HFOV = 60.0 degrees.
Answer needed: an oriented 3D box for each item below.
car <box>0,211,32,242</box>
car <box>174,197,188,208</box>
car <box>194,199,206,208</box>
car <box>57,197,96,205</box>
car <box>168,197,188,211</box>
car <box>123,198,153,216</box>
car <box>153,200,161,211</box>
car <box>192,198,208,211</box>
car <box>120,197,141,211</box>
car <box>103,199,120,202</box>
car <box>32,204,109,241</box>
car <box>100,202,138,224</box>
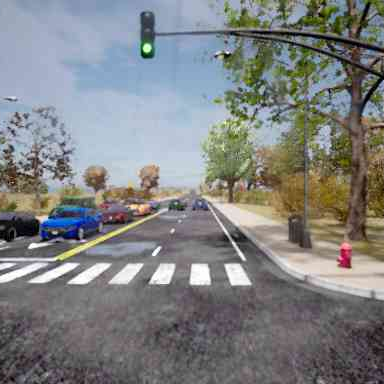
[{"bbox_3d":[-9.509,1.700,17.153,1.994,1.385,4.181,0,0,2],"label":"car"},{"bbox_3d":[-1.835,1.711,56.675,2.097,1.767,4.553,0,0,2],"label":"car"},{"bbox_3d":[1.415,1.918,56.615,1.994,1.385,4.181,0,0,2],"label":"car"},{"bbox_3d":[-9.254,1.416,26.502,2.150,2.045,5.566,0,0,2],"label":"car"},{"bbox_3d":[-2.110,1.656,46.643,2.097,1.767,4.553,0,0,2],"label":"car"},{"bbox_3d":[-5.759,1.596,35.348,2.097,1.767,4.553,0,0,2],"label":"car"},{"bbox_3d":[-5.430,1.853,46.069,2.033,1.411,5.357,0,0,2],"label":"car"},{"bbox_3d":[1.137,1.652,46.521,2.097,1.767,4.553,0,0,2],"label":"car"},{"bbox_3d":[-8.642,1.667,47.203,2.097,1.767,4.553,0,0,2],"label":"car"},{"bbox_3d":[-8.978,1.608,36.653,2.097,1.767,4.553,0,0,2],"label":"car"},{"bbox_3d":[-6.240,1.614,17.822,1.882,1.535,5.008,0,0,2],"label":"car"},{"bbox_3d":[-5.986,1.756,26.800,1.994,1.385,4.181,0,0,3],"label":"car"}]
